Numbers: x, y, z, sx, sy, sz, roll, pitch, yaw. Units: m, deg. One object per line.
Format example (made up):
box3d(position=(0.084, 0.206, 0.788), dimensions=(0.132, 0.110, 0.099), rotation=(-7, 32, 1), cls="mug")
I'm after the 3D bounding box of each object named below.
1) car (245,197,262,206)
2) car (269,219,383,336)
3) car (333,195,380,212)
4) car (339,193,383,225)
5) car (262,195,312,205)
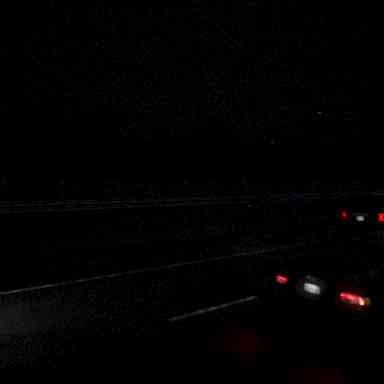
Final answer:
box3d(position=(7.523, 1.186, 34.738), dimensions=(4.181, 1.385, 1.994), rotation=(-1, 1, -34), cls="car")
box3d(position=(3.866, 1.474, 6.464), dimensions=(5.357, 1.411, 2.033), rotation=(-1, 1, -35), cls="car")
box3d(position=(15.806, 1.045, 31.885), dimensions=(4.892, 1.490, 1.837), rotation=(-1, 1, -34), cls="car")
box3d(position=(8.490, 1.042, 13.955), dimensions=(5.566, 2.045, 2.150), rotation=(-1, 1, -35), cls="car")
box3d(position=(9.365, 1.108, 31.762), dimensions=(5.008, 1.535, 1.882), rotation=(-1, 1, -34), cls="car")
